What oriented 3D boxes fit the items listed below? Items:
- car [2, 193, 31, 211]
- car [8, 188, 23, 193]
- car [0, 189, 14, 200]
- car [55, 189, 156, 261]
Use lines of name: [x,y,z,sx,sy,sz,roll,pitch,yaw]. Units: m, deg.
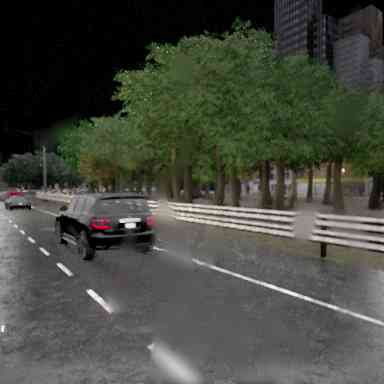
car: [-17.356,1.062,33.155,1.994,1.385,4.181,-1,1,-34]
car: [-36.935,0.171,69.424,2.150,2.045,5.566,0,1,-16]
car: [-28.997,0.715,51.172,2.128,1.511,4.902,-1,1,-29]
car: [-3.283,1.037,11.935,2.150,2.045,5.566,-1,1,-34]
